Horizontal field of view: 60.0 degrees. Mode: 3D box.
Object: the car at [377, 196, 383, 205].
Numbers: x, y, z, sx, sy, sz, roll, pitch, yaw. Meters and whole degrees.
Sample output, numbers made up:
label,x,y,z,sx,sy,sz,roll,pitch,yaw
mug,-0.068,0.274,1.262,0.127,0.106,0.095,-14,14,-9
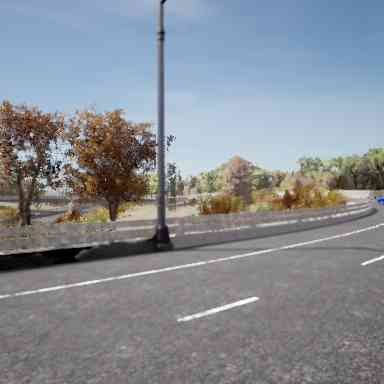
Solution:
label,x,y,z,sx,sy,sz,roll,pitch,yaw
car,36.341,1.556,62.513,1.882,1.535,5.008,0,0,14
